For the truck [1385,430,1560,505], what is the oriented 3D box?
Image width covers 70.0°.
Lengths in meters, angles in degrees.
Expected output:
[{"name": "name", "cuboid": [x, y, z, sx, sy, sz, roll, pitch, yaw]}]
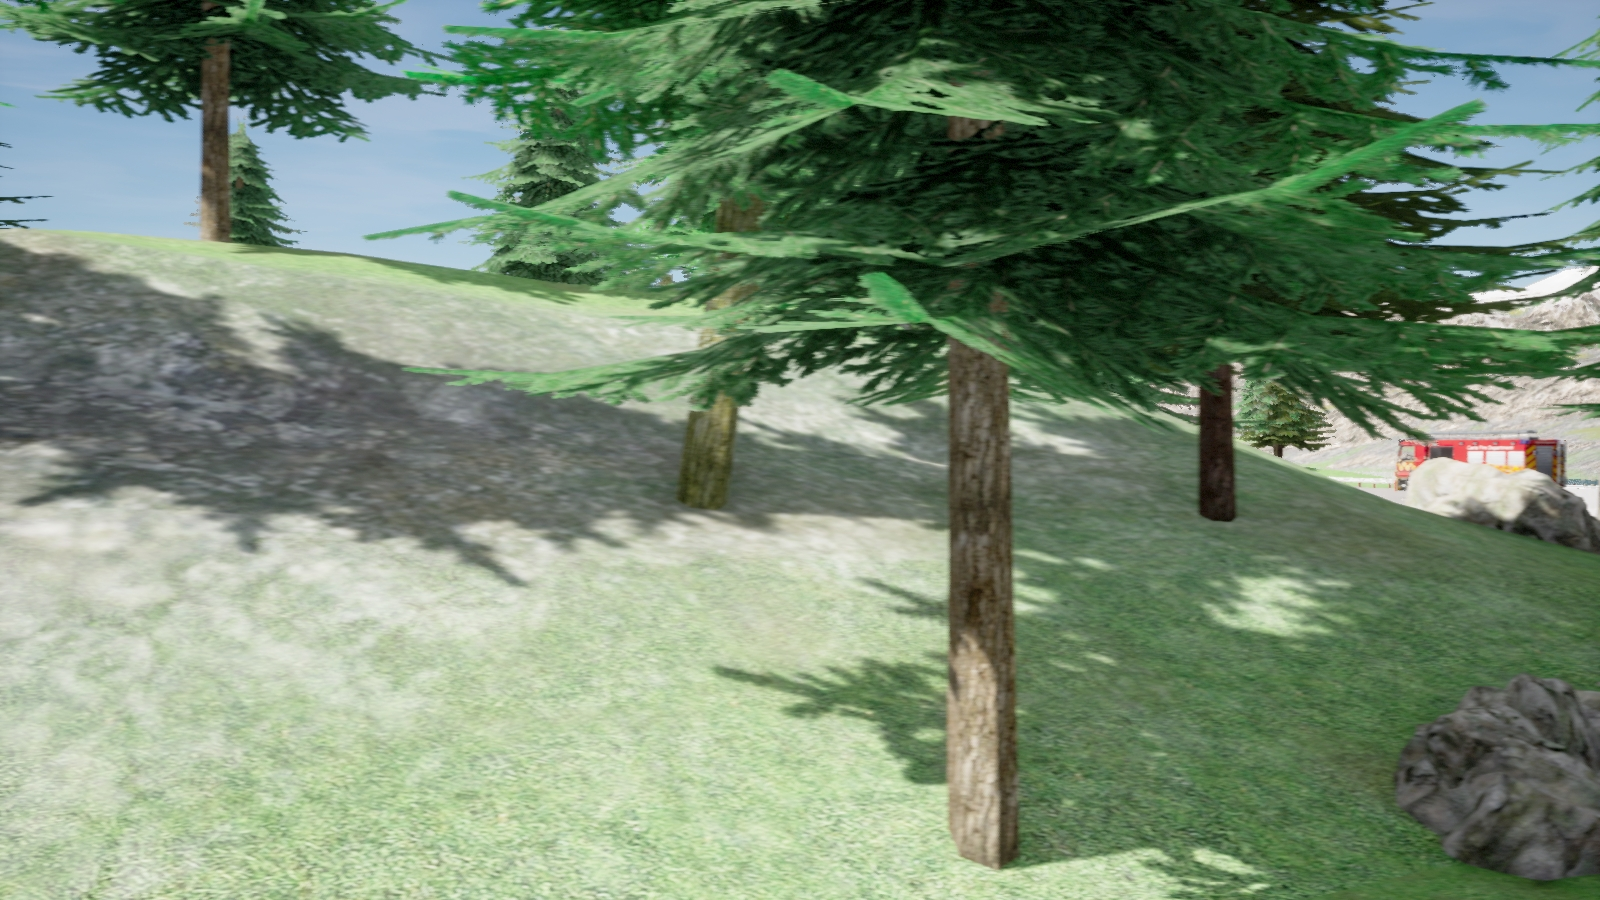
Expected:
[{"name": "truck", "cuboid": [36.497, 0.890, 62.469, 2.891, 3.827, 8.468, 0, 0, -18]}]
